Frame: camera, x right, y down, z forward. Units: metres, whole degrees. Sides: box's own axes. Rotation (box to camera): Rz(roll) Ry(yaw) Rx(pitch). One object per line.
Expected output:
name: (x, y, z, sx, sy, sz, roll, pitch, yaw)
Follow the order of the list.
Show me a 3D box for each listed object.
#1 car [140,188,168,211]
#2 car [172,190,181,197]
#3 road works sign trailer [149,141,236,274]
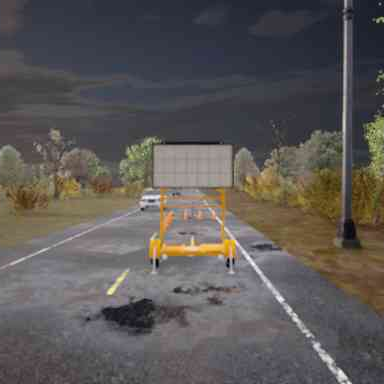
car: (-3.528, 0.685, 31.677, 2.150, 2.045, 5.566, 0, 1, 0)
car: (-3.341, 0.321, 72.220, 1.895, 1.301, 4.718, 0, 1, 0)
road works sign trailer: (0.023, 0.298, 9.965, 2.380, 3.560, 2.880, 0, 1, 0)
